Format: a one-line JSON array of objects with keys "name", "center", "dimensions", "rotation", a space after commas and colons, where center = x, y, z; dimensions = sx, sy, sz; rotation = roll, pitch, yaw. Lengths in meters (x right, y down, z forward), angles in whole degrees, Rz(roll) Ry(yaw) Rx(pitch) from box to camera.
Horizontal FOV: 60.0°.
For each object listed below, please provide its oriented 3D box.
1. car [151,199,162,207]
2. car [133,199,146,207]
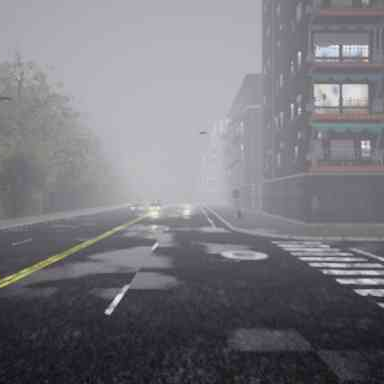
[{"name": "car", "center": [-6.586, 2.075, 62.506], "dimensions": [2.033, 1.411, 5.357], "rotation": [0, 0, 0]}, {"name": "car", "center": [-9.836, 2.006, 62.503], "dimensions": [1.882, 1.535, 5.008], "rotation": [0, 0, 0]}]
